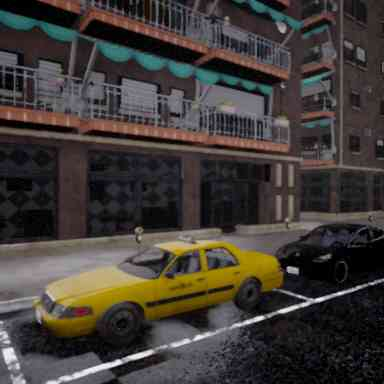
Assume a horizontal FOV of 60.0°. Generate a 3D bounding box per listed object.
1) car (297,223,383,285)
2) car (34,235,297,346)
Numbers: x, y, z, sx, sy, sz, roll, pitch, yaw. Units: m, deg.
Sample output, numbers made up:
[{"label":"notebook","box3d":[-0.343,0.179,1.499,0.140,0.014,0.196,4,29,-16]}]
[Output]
[{"label":"car","box3d":[4.322,1.608,9.643,4.313,1.339,1.947,0,0,-36]},{"label":"car","box3d":[-0.311,1.540,6.336,4.829,1.417,1.752,0,0,-36]}]
